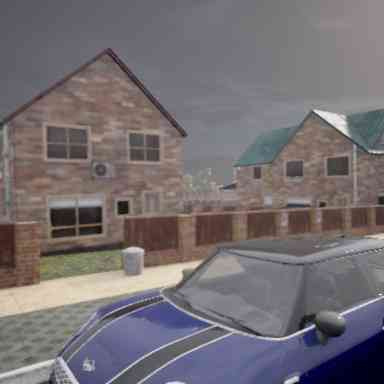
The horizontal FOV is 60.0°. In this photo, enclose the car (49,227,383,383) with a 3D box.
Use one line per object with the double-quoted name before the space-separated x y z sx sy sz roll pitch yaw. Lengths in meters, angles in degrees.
"car" 0.888 1.357 3.704 4.553 1.767 2.097 0 0 -35
